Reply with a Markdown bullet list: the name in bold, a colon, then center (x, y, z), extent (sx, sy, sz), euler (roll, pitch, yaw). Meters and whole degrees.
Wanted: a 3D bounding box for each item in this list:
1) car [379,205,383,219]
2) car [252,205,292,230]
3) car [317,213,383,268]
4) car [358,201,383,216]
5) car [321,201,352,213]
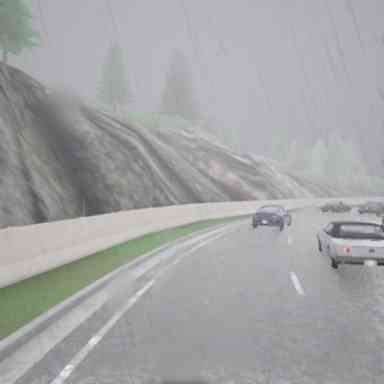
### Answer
- **car**: center (11.797, 1.652, 18.500), extent (1.895, 1.301, 4.718), euler (0, 0, 26)
- **car**: center (5.080, 1.521, 20.945), extent (1.812, 1.442, 4.674), euler (0, 0, 25)
- **car**: center (5.343, 1.618, 11.079), extent (1.895, 1.301, 4.718), euler (0, 0, 14)
- **car**: center (18.377, 1.617, 33.636), extent (2.033, 1.411, 5.357), euler (1, 0, 42)
- **car**: center (15.704, 1.645, 35.947), extent (1.895, 1.301, 4.718), euler (1, 0, 42)
